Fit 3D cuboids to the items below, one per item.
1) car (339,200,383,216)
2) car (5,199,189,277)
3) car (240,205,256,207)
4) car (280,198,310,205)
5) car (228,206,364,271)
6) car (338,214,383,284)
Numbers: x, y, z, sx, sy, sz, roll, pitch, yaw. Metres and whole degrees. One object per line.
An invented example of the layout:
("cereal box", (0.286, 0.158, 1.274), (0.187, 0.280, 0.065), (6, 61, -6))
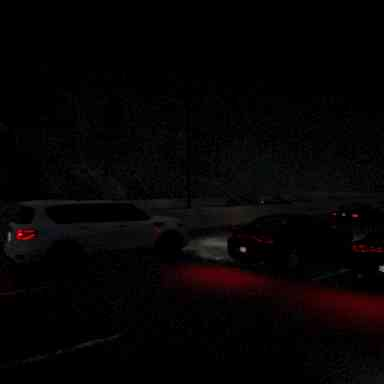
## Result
("car", (11.129, 1.418, 21.934), (5.357, 1.411, 2.033), (-1, 0, -41))
("car", (-2.744, 1.223, 10.566), (5.566, 2.045, 2.150), (-1, 0, -37))
("car", (7.358, 1.066, 47.727), (2.150, 2.045, 5.566), (0, 0, 44))
("car", (14.297, 1.275, 44.664), (5.008, 1.535, 1.882), (-1, 1, -45))
("car", (3.375, 1.431, 10.838), (5.008, 1.535, 1.882), (-1, 0, -38))
("car", (5.937, 1.417, 8.407), (5.008, 1.535, 1.882), (-1, 0, -38))
